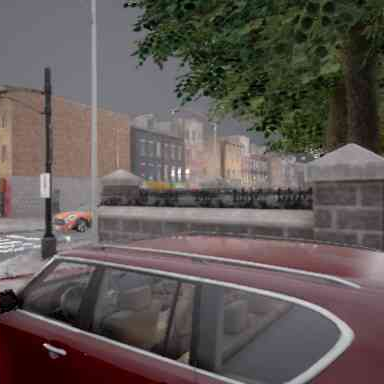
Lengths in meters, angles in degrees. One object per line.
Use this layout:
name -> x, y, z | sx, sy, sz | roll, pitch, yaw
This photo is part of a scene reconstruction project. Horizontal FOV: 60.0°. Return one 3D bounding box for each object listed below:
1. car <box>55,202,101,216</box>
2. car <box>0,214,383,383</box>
car -> -6.109, 1.390, 20.128 | 2.097, 1.767, 4.553 | -1, -1, 35
car -> -0.337, 1.314, 3.065 | 5.009, 1.841, 2.192 | 0, -1, 36
